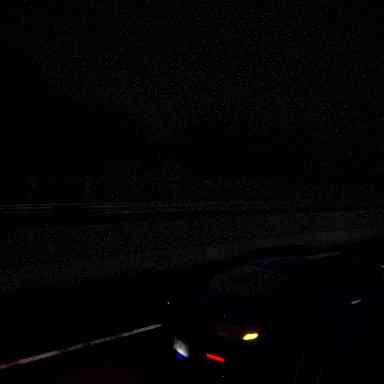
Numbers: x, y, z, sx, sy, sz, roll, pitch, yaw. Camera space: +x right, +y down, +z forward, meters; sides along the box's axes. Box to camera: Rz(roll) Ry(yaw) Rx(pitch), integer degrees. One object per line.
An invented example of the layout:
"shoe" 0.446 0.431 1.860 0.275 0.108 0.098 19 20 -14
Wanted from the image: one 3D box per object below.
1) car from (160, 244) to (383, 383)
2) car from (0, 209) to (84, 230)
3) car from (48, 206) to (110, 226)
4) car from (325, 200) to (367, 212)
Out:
"car" 1.760 1.539 5.000 4.674 1.442 1.812 0 0 -35
"car" -6.969 1.552 11.918 5.357 1.411 2.033 0 0 -35
"car" -7.731 1.565 19.971 5.357 1.411 2.033 0 0 -35
"car" 14.552 1.508 31.440 5.008 1.535 1.882 0 0 -35
